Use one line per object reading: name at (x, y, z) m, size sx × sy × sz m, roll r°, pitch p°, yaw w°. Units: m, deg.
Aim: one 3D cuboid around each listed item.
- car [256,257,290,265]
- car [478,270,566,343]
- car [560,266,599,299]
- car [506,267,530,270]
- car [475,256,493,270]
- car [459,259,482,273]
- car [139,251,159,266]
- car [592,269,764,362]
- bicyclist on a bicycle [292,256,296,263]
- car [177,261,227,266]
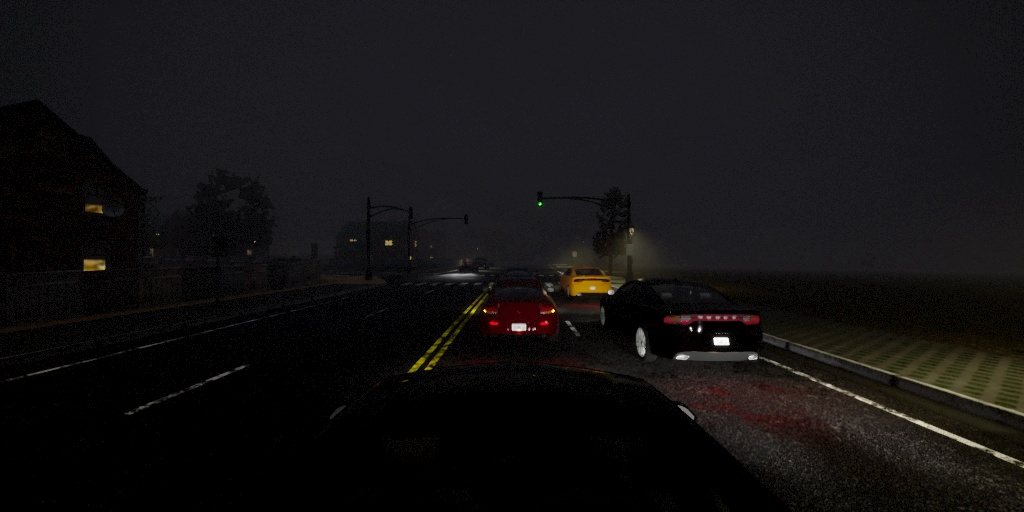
car at (-21.036, 0.910, 32.953) m, size 5.008 × 1.535 × 1.882 m, roll 1°, pitch -1°, yaw 16°
car at (0.170, 1.280, 9.590) m, size 1.812 × 1.442 × 4.674 m, roll 0°, pitch 0°, yaw 1°
car at (3.551, 1.240, 18.030) m, size 1.882 × 1.535 × 5.008 m, roll 0°, pitch 0°, yaw 1°
car at (0.301, 1.290, 18.897) m, size 1.812 × 1.442 × 4.674 m, roll 0°, pitch 0°, yaw 0°
car at (-4.843, 1.064, 56.031) m, size 2.150 × 2.045 × 5.566 m, roll 0°, pitch 0°, yaw 4°
car at (-5.432, 1.418, 45.594) m, size 1.895 × 1.301 × 4.718 m, roll 0°, pitch 0°, yaw 3°
car at (-40.899, 0.332, 38.498) m, size 5.566 × 2.045 × 2.150 m, roll 1°, pitch -1°, yaw 16°
car at (3.407, 1.231, 8.274) m, size 1.882 × 1.535 × 5.008 m, roll 0°, pitch 0°, yaw 0°
bicyclist on a bicycle at (-24.220, 0.780, 39.930) m, size 0.582 × 1.620 × 1.656 m, roll 1°, pitch -1°, yaw 16°
car at (-30.821, 0.875, 35.675) m, size 4.718 × 1.301 × 1.895 m, roll 1°, pitch -1°, yaw 16°
